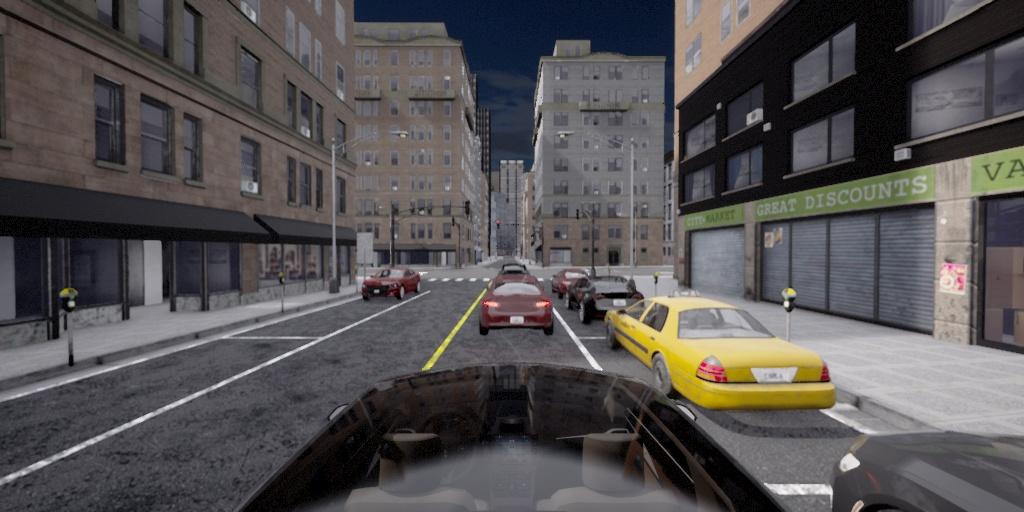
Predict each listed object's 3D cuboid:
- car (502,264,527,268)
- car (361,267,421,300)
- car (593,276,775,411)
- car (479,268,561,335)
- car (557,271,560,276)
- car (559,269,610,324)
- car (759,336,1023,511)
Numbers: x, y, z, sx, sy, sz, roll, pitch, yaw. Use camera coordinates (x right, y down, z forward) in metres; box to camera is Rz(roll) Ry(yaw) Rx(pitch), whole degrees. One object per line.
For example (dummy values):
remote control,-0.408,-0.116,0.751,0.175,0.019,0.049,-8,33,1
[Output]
car,0.115,1.170,20.495,1.837,1.490,4.892,0,0,0
car,-5.657,1.224,17.246,1.888,1.381,4.507,0,0,0
car,2.878,1.256,6.239,1.751,1.417,4.829,0,0,0
car,0.101,1.238,10.216,1.812,1.442,4.674,0,0,0
car,2.888,1.262,17.241,1.802,1.307,4.207,0,0,0
car,2.883,1.271,11.655,1.948,1.339,4.313,0,0,0
car,2.872,1.306,0.483,2.007,1.370,4.403,0,0,0
